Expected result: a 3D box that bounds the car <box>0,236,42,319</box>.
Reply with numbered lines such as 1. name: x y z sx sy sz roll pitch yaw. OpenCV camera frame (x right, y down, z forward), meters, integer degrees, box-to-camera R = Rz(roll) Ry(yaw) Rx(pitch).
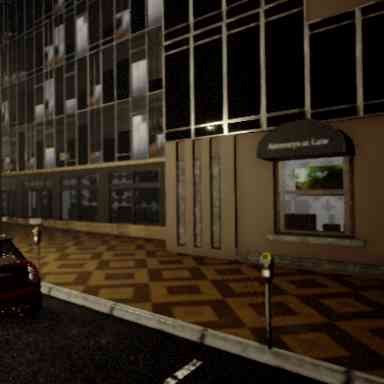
1. car: -4.664 1.442 6.219 4.097 1.590 1.967 0 -1 36
